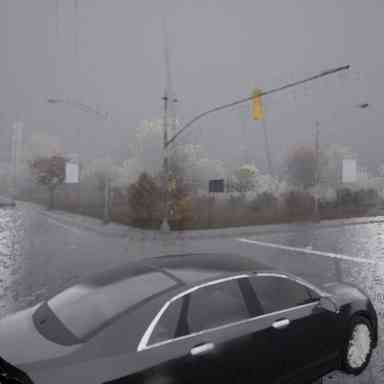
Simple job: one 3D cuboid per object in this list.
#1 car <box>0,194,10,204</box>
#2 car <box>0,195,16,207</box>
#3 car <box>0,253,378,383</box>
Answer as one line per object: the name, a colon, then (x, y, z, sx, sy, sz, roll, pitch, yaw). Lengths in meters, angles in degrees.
car: (-32.080, 1.181, 55.674, 2.033, 1.411, 5.357, 0, 1, -37)
car: (-26.407, 1.386, 47.510, 1.994, 1.385, 4.181, 0, 1, -33)
car: (0.347, 1.521, 3.996, 4.892, 1.490, 1.837, 0, 0, -36)
